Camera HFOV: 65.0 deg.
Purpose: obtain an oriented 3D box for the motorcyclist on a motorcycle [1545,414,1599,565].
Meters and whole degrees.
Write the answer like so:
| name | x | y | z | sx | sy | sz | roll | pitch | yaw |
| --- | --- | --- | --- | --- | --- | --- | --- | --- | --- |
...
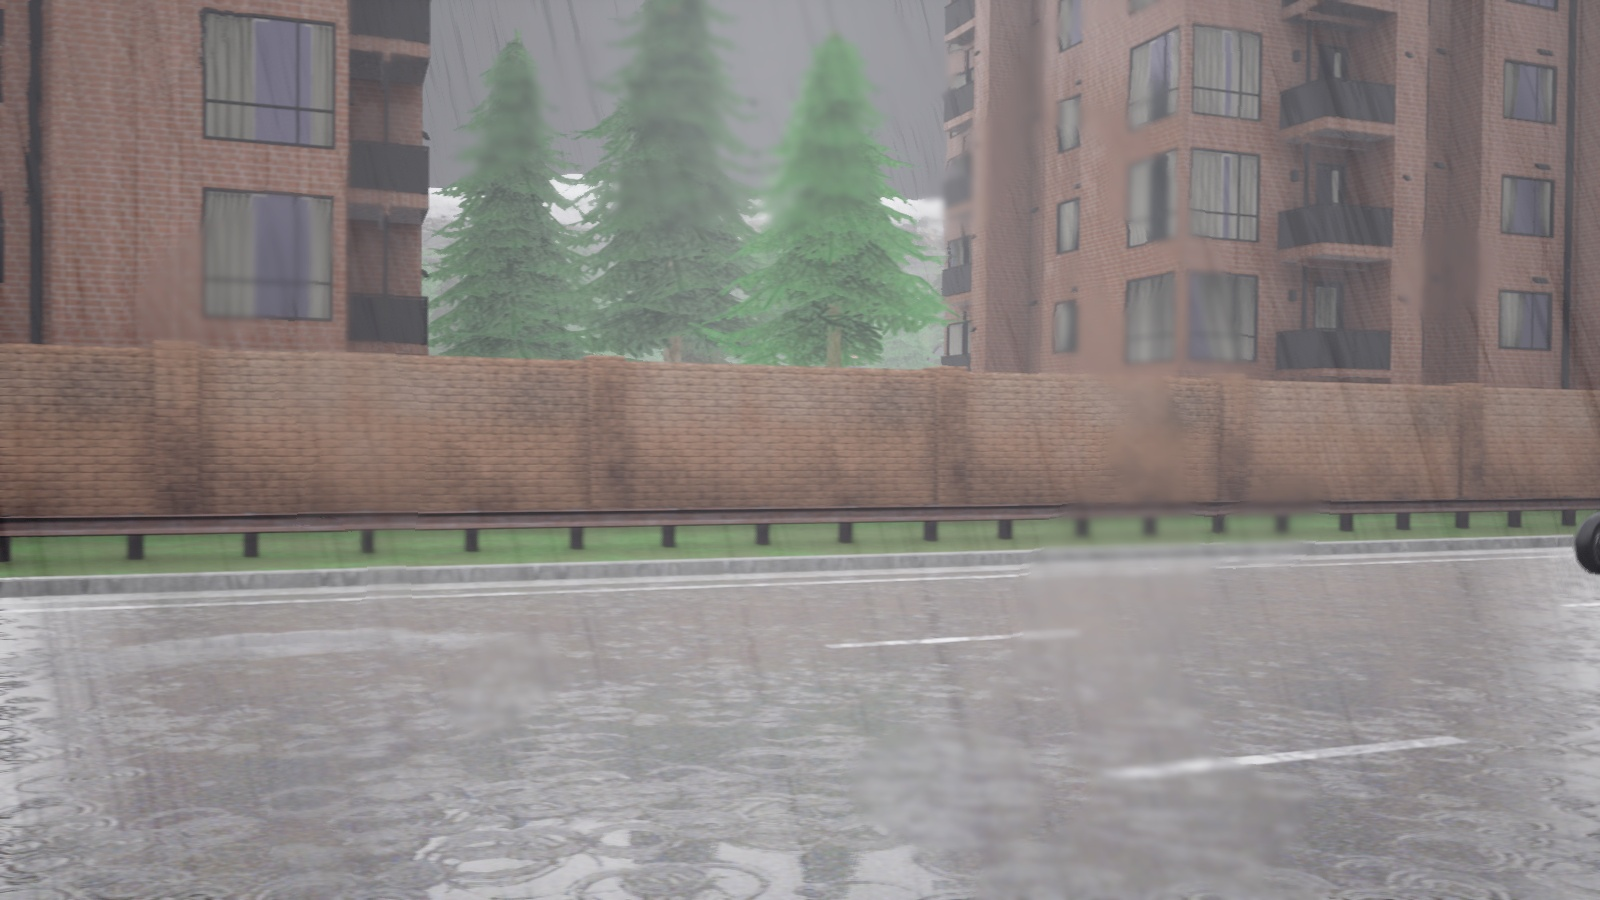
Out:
| name | x | y | z | sx | sy | sz | roll | pitch | yaw |
| --- | --- | --- | --- | --- | --- | --- | --- | --- | --- |
| motorcyclist on a motorcycle | 9.766 | 0.408 | 14.433 | 2.350 | 1.649 | 0.766 | -1 | 1 | -21 |
